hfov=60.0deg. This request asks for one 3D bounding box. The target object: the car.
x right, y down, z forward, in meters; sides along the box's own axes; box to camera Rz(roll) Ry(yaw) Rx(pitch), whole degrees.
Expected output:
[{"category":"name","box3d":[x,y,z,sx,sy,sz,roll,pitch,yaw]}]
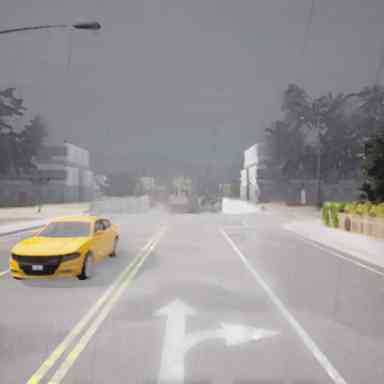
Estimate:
[{"category":"car","box3d":[-3.568,1.495,10.235,1.882,1.535,5.008,0,0,1]}]
